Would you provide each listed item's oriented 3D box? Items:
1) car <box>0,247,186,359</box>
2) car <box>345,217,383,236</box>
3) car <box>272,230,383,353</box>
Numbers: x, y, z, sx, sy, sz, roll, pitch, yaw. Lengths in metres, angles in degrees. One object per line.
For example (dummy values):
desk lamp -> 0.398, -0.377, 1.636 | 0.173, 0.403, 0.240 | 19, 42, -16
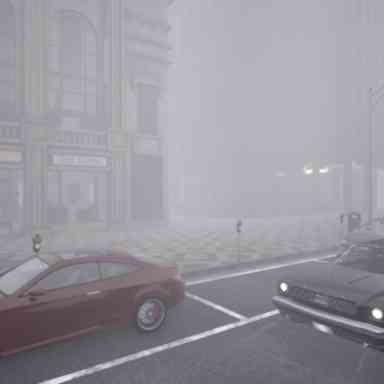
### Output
car -> -2.047, 1.581, 5.204 | 4.206, 1.307, 1.802 | 0, 0, -36
car -> 6.944, 1.547, 11.627 | 4.403, 1.369, 2.008 | 0, 0, -36
car -> 3.625, 1.599, 5.970 | 4.718, 1.301, 1.895 | 0, 0, -36
